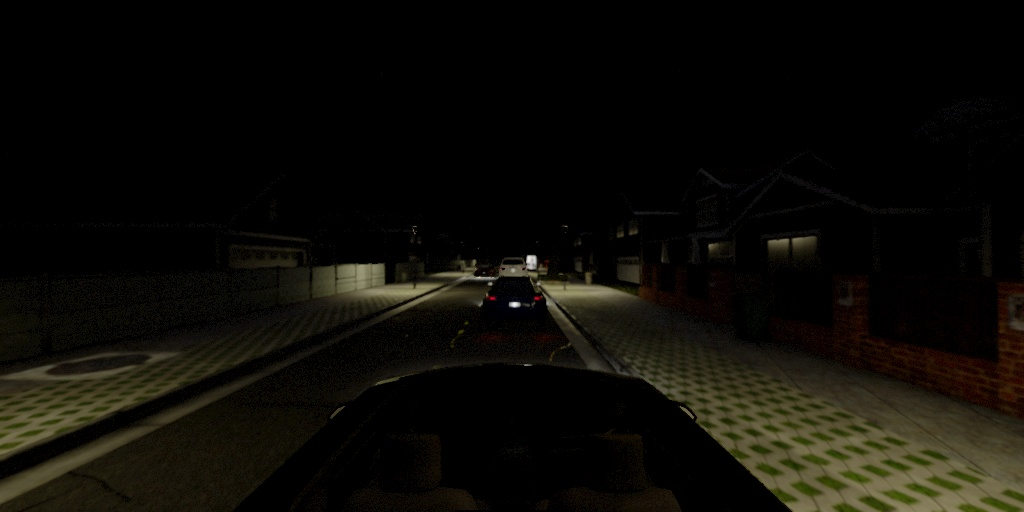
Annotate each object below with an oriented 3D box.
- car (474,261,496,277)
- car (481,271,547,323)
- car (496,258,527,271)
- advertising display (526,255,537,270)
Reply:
[{"bbox_3d":[-2.851,1.542,38.415,1.994,1.385,4.181,0,0,0],"label":"car"},{"bbox_3d":[0.084,1.380,12.363,1.994,1.385,4.181,0,0,0],"label":"car"},{"bbox_3d":[0.088,1.146,29.670,2.150,2.045,5.566,0,0,0],"label":"car"},{"bbox_3d":[3.000,1.101,54.567,1.540,2.440,0.280,0,0,0],"label":"advertising display"}]
